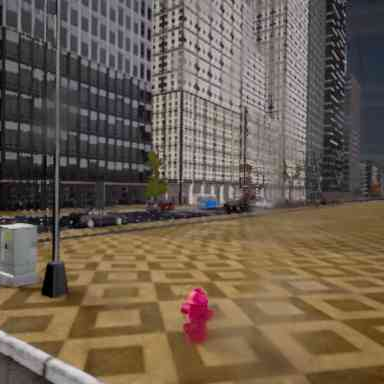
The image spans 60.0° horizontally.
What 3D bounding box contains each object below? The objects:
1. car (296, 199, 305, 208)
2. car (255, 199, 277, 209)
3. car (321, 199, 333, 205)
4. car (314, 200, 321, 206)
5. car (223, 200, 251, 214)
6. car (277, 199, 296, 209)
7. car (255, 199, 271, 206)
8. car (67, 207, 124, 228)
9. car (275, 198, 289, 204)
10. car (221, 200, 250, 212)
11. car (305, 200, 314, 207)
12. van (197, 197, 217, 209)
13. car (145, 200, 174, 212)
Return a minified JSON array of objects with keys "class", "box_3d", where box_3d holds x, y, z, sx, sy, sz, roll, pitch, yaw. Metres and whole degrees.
[{"class":"car","box_3d":[18.845,2.254,61.126,1.802,1.307,4.206,1,0,35]},{"class":"car","box_3d":[12.231,2.074,56.309,1.812,1.442,4.674,1,0,35]},{"class":"car","box_3d":[31.725,2.454,79.660,1.947,1.339,4.313,1,0,35]},{"class":"car","box_3d":[25.285,2.346,70.393,1.947,1.339,4.313,1,0,35]},{"class":"car","box_3d":[5.965,2.020,42.592,1.947,1.339,4.313,1,0,35]},{"class":"car","box_3d":[15.625,2.184,56.493,1.947,1.339,4.313,1,0,35]},{"class":"car","box_3d":[15.186,2.154,70.543,1.802,1.307,4.206,1,0,35]},{"class":"car","box_3d":[-6.807,1.785,23.987,2.008,1.369,4.403,1,0,35]},{"class":"car","box_3d":[21.623,2.246,79.808,1.947,1.339,4.313,1,0,35]},{"class":"car","box_3d":[6.274,1.925,47.682,1.882,1.535,5.008,1,0,36]},{"class":"car","box_3d":[22.067,2.166,65.760,1.967,1.590,4.097,1,0,35]},{"class":"van","box_3d":[2.311,1.696,52.015,1.690,1.788,3.998,1,0,35]},{"class":"car","box_3d":[-4.128,1.685,42.750,1.967,1.590,4.097,1,0,35]}]
